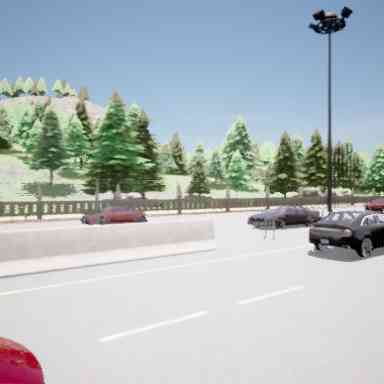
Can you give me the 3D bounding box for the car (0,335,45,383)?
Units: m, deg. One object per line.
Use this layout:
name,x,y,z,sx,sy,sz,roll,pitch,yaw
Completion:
car,-3.299,1.479,1.391,5.008,1.535,1.882,0,0,-36

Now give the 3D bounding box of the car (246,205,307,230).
car,5.941,1.534,21.149,5.357,1.411,2.033,0,0,-35

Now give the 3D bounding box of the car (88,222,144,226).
car,-5.082,1.557,21.877,4.181,1.385,1.994,0,0,-36

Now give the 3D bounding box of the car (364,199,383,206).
car,20.319,1.448,35.439,5.008,1.535,1.882,0,0,-34

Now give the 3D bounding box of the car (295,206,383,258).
car,6.476,1.481,12.721,4.902,1.511,2.128,0,0,-36
